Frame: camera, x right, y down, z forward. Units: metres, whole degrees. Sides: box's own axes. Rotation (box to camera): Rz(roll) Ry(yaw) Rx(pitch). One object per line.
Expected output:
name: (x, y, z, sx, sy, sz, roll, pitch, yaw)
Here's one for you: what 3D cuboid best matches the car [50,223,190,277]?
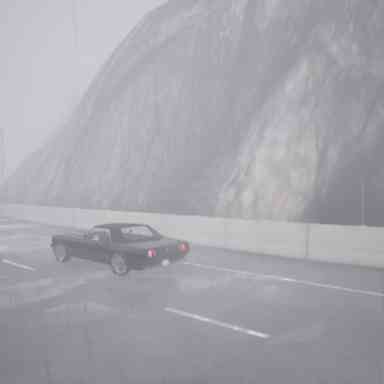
car: (-2.448, 1.618, 10.389, 4.718, 1.301, 1.895, 0, 0, 38)
